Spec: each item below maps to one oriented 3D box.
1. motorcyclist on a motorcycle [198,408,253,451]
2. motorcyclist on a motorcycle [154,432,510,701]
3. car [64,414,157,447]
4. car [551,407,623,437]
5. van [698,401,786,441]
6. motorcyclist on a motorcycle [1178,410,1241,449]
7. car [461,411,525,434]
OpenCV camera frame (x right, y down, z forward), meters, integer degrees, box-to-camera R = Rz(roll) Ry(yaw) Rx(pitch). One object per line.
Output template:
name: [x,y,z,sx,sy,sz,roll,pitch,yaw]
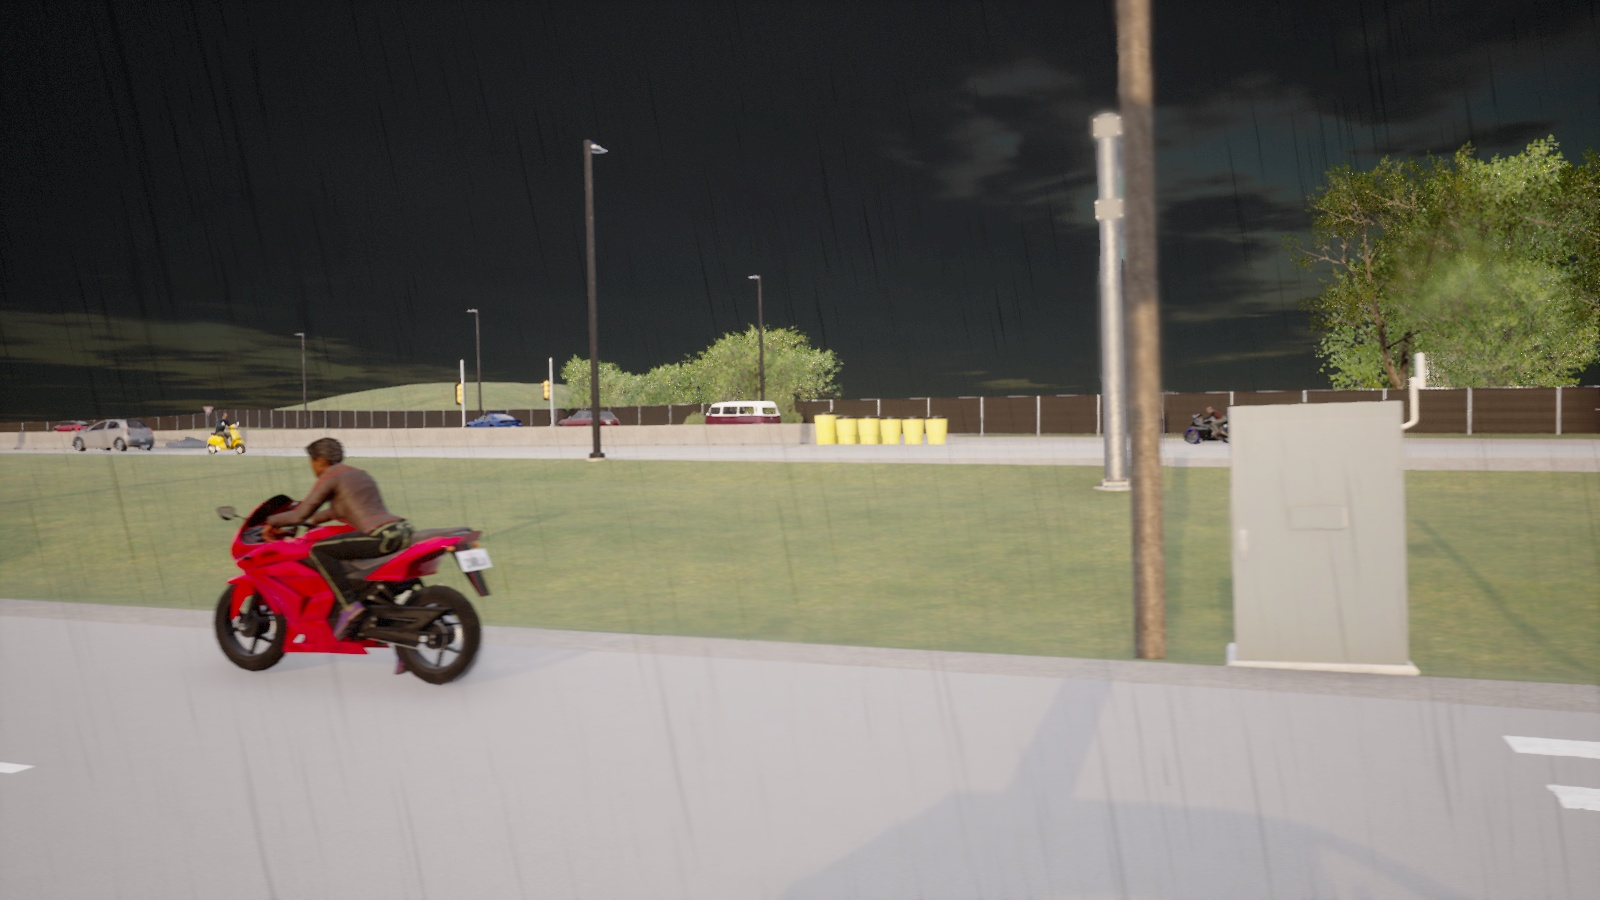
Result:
motorcyclist on a motorcycle: [-21.811,-0.786,47.674,1.817,1.590,0.866,0,1,19]
motorcyclist on a motorcycle: [-2.923,0.655,7.869,2.044,1.523,0.797,1,1,19]
car: [-32.247,-0.900,58.743,3.633,1.501,1.845,0,1,19]
car: [-12.959,-1.743,76.317,2.097,1.767,4.553,-2,2,-44]
van: [-3.092,-1.582,66.303,4.480,2.038,2.069,2,3,44]
motorcyclist on a motorcycle: [16.203,-0.819,49.689,2.191,1.530,0.866,1,2,38]
car: [-20.655,-1.859,84.349,1.882,1.535,5.008,-2,2,-44]
